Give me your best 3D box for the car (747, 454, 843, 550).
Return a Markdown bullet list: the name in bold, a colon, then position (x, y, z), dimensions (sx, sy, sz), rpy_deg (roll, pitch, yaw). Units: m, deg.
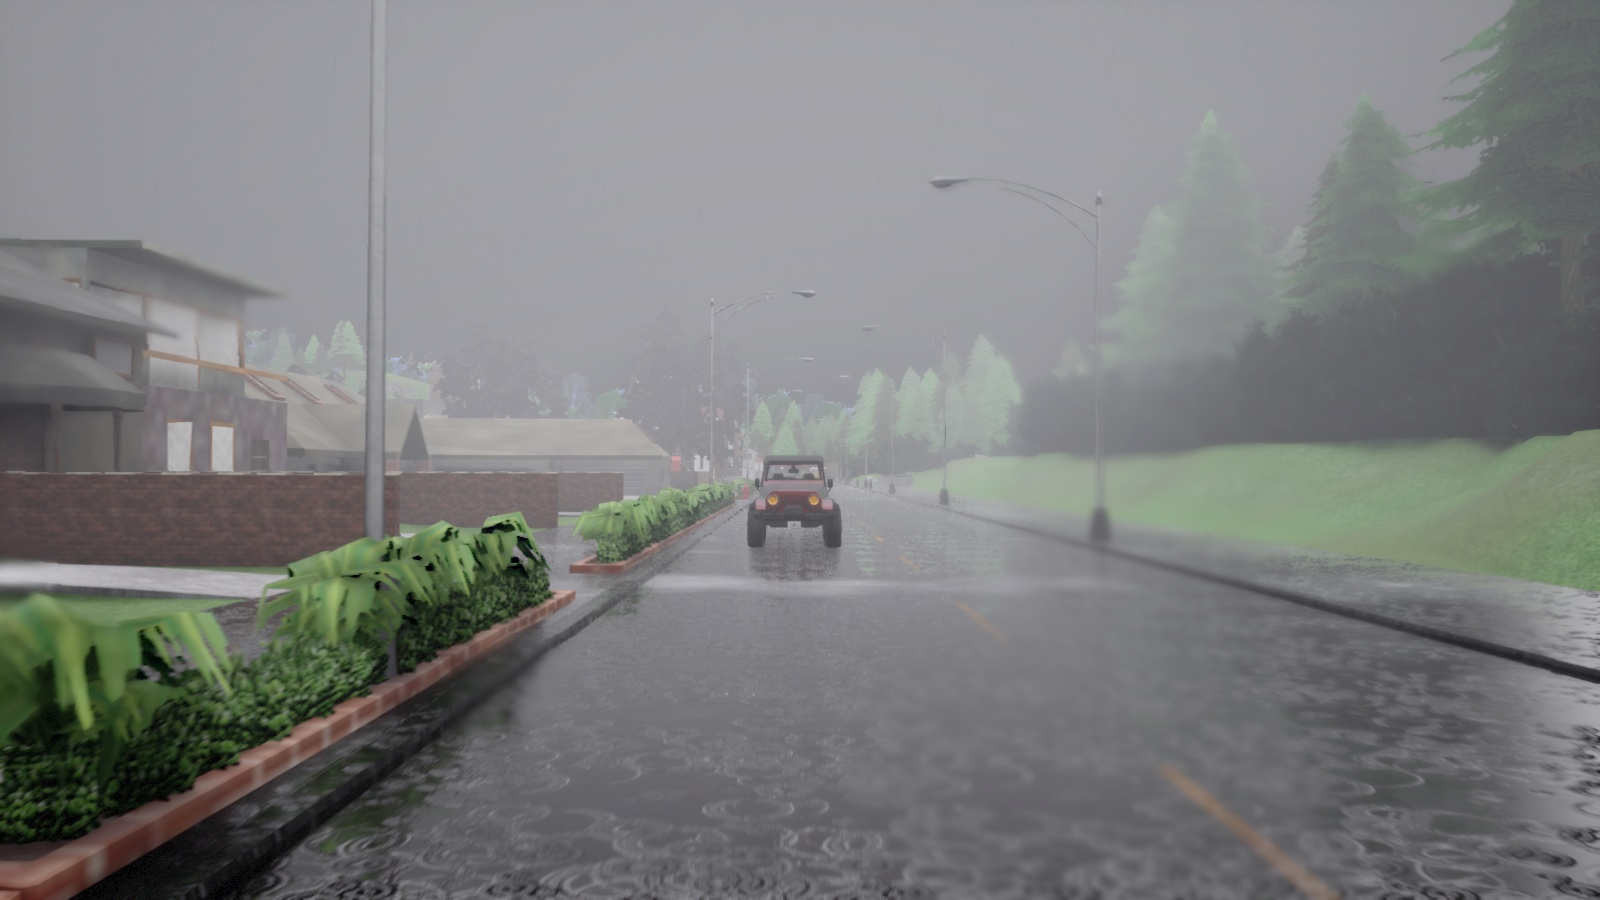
- **car**: position (-0.106, 1.060, 26.774), dimensions (1.905, 1.878, 3.866), rpy_deg (0, -1, 0)
